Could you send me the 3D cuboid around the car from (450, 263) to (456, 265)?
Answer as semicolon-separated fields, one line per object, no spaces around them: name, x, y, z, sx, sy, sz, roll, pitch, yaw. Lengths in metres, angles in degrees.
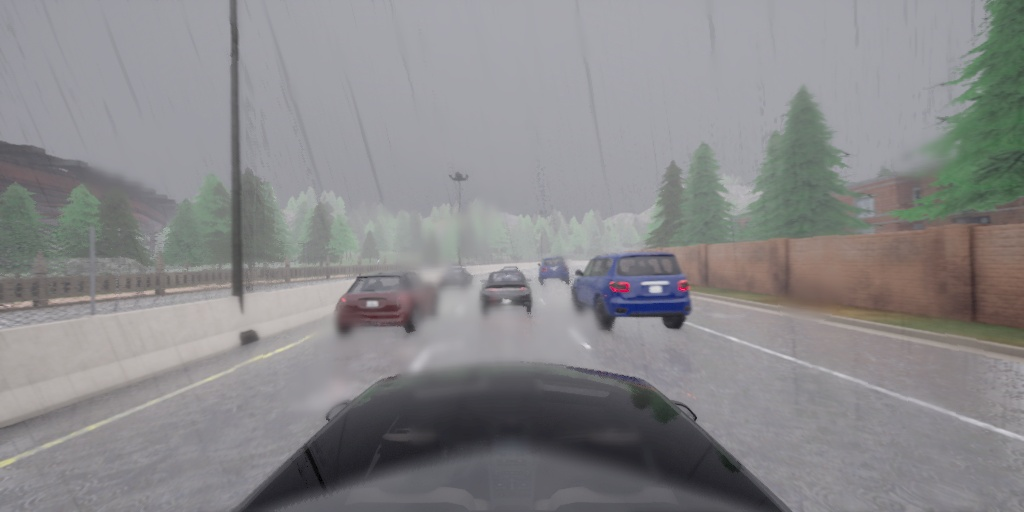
car;-9.253;1.885;56.611;2.128;1.511;4.902;-1;0;18

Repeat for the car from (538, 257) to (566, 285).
car;3.272;1.115;28.296;2.150;2.045;5.566;-1;0;3

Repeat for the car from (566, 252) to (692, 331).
car;3.361;0.965;11.191;2.150;2.045;5.566;-1;-2;-1

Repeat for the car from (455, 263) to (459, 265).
car;-6.199;1.859;54.787;2.033;1.411;5.357;-1;0;17

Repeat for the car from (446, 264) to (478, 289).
car;-3.847;1.573;25.493;2.033;1.411;5.357;-1;0;2

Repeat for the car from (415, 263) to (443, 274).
car;-12.974;1.965;56.324;2.128;1.511;4.902;-1;0;17

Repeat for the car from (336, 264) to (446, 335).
car;-3.638;1.260;11.354;2.097;1.767;4.553;-1;0;-1

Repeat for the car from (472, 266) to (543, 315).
car;-0.200;1.347;14.293;2.128;1.511;4.902;-1;0;-1
